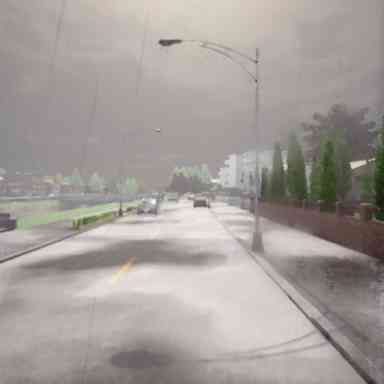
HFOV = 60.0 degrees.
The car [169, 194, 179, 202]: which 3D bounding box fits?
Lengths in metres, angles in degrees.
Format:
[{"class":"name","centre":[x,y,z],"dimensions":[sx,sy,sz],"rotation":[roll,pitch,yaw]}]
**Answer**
[{"class":"car","centre":[-4.001,1.307,74.175],"dimensions":[2.097,1.767,4.553],"rotation":[0,0,0]}]

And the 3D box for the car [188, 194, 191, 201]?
[{"class":"car","centre":[0.000,1.464,84.073],"dimensions":[1.994,1.385,4.181],"rotation":[0,0,0]}]

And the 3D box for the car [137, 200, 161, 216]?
[{"class":"car","centre":[-4.095,1.501,32.169],"dimensions":[2.128,1.511,4.902],"rotation":[0,0,0]}]

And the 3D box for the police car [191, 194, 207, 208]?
[{"class":"police car","centre":[1.199,1.439,49.334],"dimensions":[1.930,1.638,5.238],"rotation":[0,0,0]}]

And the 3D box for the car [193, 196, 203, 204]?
[{"class":"car","centre":[1.199,1.524,65.223],"dimensions":[1.837,1.490,4.892],"rotation":[0,0,0]}]
